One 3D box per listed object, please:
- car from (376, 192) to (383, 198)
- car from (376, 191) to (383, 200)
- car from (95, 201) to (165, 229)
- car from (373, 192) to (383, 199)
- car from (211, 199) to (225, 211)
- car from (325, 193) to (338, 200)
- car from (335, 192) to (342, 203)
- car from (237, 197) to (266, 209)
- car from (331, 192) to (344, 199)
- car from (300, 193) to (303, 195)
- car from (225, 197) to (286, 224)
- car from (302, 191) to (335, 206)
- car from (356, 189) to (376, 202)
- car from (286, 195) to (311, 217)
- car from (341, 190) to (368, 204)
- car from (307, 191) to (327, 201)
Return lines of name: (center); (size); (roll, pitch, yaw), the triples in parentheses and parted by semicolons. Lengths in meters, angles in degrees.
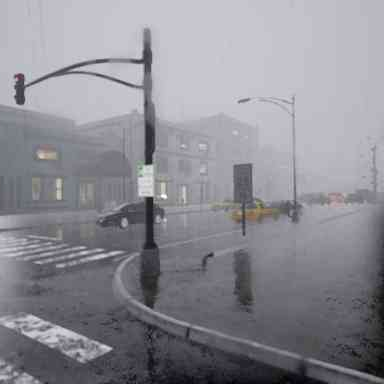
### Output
car: (43.092, 0.648, 75.200); (1.887, 1.381, 4.507); (-1, 0, 36)
car: (33.501, 0.565, 62.028); (2.192, 1.841, 5.009); (-1, 0, 36)
car: (-3.723, 1.368, 20.699); (1.837, 1.490, 4.892); (-1, 0, 36)
car: (40.013, 0.716, 70.978); (1.947, 1.339, 4.313); (-1, 0, 36)
car: (3.849, 1.280, 35.499); (1.752, 1.417, 4.829); (-1, 0, 36)
car: (29.983, 0.926, 71.434); (1.802, 1.307, 4.206); (-1, 0, 36)
car: (21.861, 0.796, 50.611); (2.097, 1.767, 4.553); (-1, 0, 36)
car: (7.204, 1.283, 40.111); (1.802, 1.307, 4.206); (-1, 0, 36)
car: (33.237, 0.734, 75.908); (1.967, 1.590, 4.097); (-1, 0, 36)
car: (16.531, 0.960, 48.379); (2.097, 1.767, 4.553); (-1, 0, 36)
car: (4.315, 1.237, 21.895); (1.752, 1.417, 4.829); (-1, 0, 36)
car: (16.522, 1.020, 43.180); (2.128, 1.511, 4.902); (-1, 0, 37)
car: (26.887, 0.572, 52.244); (2.150, 2.045, 5.566); (-1, 0, 36)
car: (7.469, 1.212, 26.232); (2.008, 1.369, 4.403); (-1, 0, 36)
car: (22.789, 0.920, 46.535); (1.837, 1.490, 4.892); (-1, 0, 36)
car: (23.472, 0.760, 62.484); (2.192, 1.841, 5.009); (-1, 0, 36)
